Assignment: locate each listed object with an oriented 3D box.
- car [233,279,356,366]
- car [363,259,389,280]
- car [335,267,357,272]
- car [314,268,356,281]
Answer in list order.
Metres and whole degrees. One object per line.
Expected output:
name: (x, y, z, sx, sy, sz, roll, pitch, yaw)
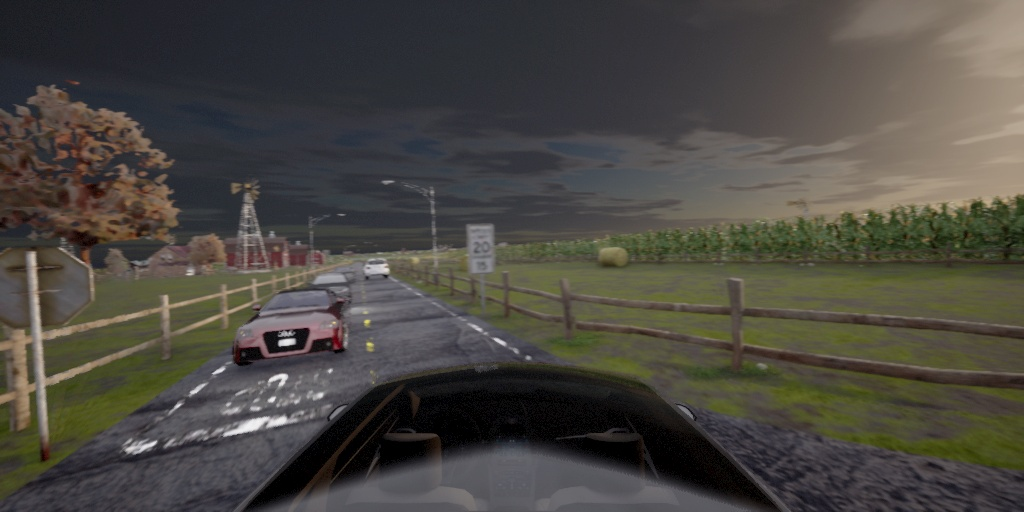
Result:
car: (-5.123, 1.516, 8.854, 1.994, 1.385, 4.181, -3, 1, -21)
car: (-14.215, 1.323, 37.541, 2.150, 2.045, 5.566, -3, 1, -23)
car: (-14.453, 1.669, 30.804, 2.128, 1.511, 4.902, -3, 1, -23)
car: (-8.919, 1.568, 17.751, 1.812, 1.442, 4.674, -3, 1, -23)
